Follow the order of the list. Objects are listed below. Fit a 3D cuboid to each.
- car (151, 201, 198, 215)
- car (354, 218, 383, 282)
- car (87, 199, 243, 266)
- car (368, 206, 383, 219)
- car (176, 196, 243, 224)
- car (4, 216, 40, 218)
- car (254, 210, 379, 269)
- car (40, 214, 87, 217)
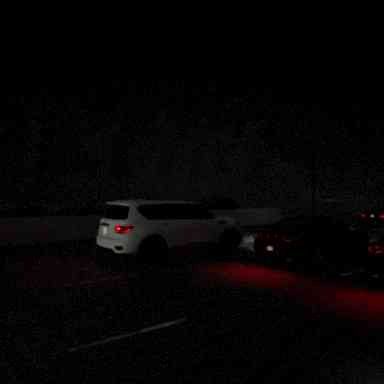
[{"bbox_3d":[-1.976,1.755,38.534,5.357,1.411,2.033,1,0,-42],"label":"car"},{"bbox_3d":[6.514,1.549,8.825,5.008,1.535,1.882,0,0,-38],"label":"car"},{"bbox_3d":[-0.613,1.287,12.116,5.566,2.045,2.150,0,0,-37],"label":"car"},{"bbox_3d":[14.305,1.733,24.713,5.357,1.411,2.033,0,0,-43],"label":"car"},{"bbox_3d":[1.550,1.381,27.634,5.566,2.045,2.150,1,-1,-41],"label":"car"},{"bbox_3d":[-12.770,1.660,25.090,4.181,1.385,1.994,1,0,-37],"label":"car"},{"bbox_3d":[4.293,1.556,11.534,5.008,1.535,1.882,0,0,-38],"label":"car"},{"bbox_3d":[-8.329,1.670,24.085,4.181,1.385,1.994,1,0,-38],"label":"car"}]
